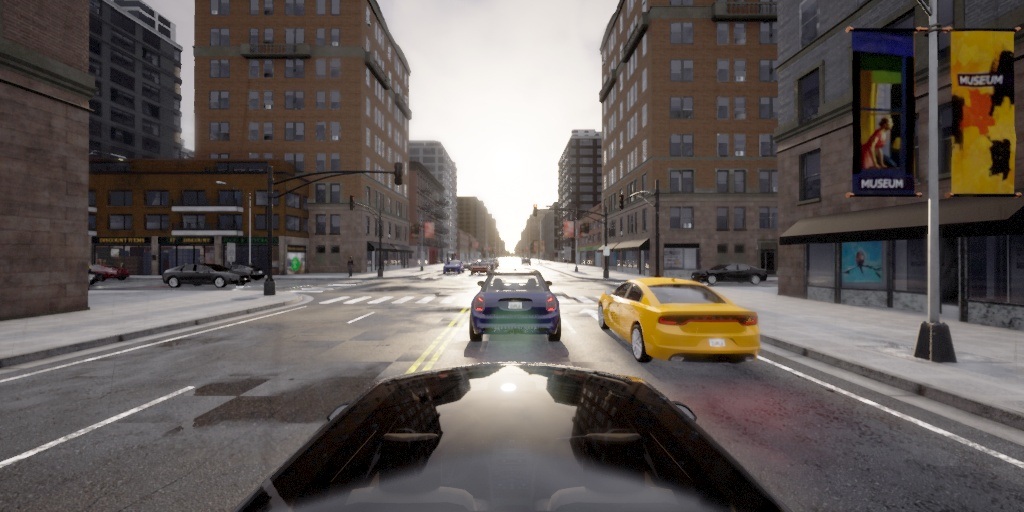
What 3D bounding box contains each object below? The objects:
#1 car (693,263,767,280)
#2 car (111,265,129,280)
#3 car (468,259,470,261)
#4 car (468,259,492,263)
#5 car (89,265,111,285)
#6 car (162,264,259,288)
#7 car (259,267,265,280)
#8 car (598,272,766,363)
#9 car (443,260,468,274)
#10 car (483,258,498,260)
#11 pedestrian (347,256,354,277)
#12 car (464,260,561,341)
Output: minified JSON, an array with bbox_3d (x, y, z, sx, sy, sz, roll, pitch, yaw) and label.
[{"bbox_3d":[15.844,1.263,26.327,5.008,1.535,1.882,0,0,1],"label":"car"},{"bbox_3d":[-33.189,1.339,28.681,4.207,1.307,1.802,0,0,0],"label":"car"},{"bbox_3d":[-6.661,1.302,50.256,1.994,1.385,4.181,0,0,1],"label":"car"},{"bbox_3d":[-3.408,1.343,39.287,1.895,1.301,4.718,0,0,0],"label":"car"},{"bbox_3d":[-29.758,1.229,23.185,4.902,1.511,2.128,0,0,0],"label":"car"},{"bbox_3d":[-19.617,1.245,23.148,4.892,1.490,1.837,0,0,0],"label":"car"},{"bbox_3d":[-22.167,1.326,28.642,4.313,1.339,1.948,0,0,0],"label":"car"},{"bbox_3d":[3.315,1.227,8.175,1.882,1.535,5.008,0,0,1],"label":"car"},{"bbox_3d":[-6.657,1.220,41.261,1.882,1.535,5.008,0,0,0],"label":"car"},{"bbox_3d":[-3.419,1.091,48.194,2.097,1.767,4.553,0,0,0],"label":"car"},{"bbox_3d":[-14.188,0.915,31.491,0.375,1.860,0.375,0,0,0],"label":"pedestrian"},{"bbox_3d":[0.077,1.101,9.977,2.097,1.767,4.553,0,0,0],"label":"car"}]
